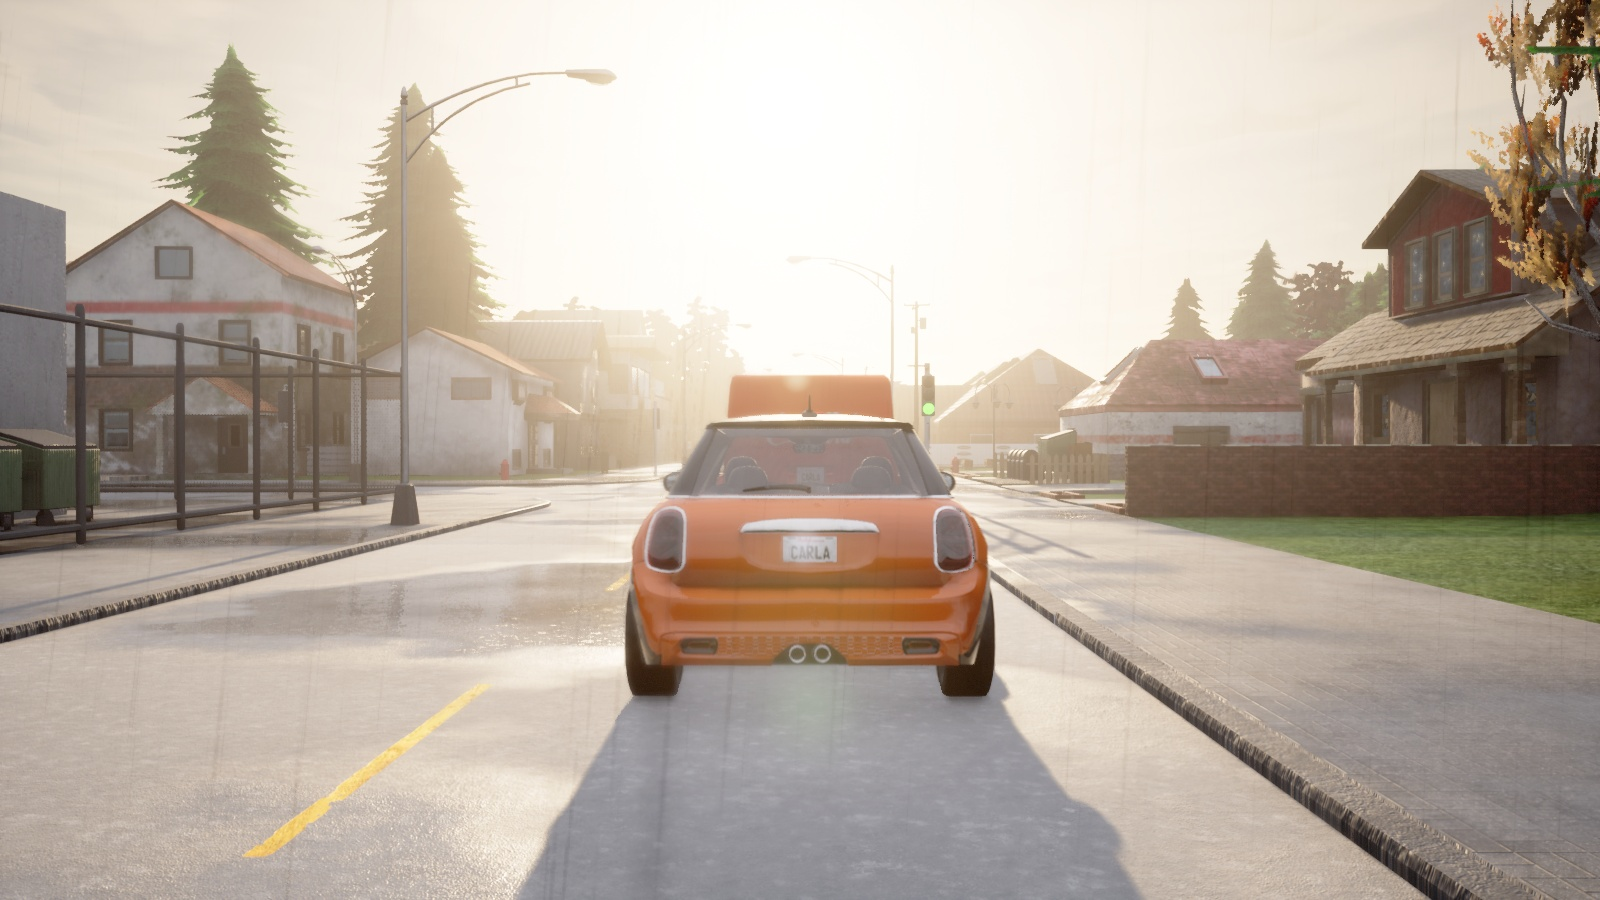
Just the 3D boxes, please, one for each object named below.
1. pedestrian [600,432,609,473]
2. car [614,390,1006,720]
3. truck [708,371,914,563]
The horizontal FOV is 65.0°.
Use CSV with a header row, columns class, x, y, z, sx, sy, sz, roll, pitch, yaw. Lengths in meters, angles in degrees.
class,x,y,z,sx,sy,sz,roll,pitch,yaw
pedestrian,-8.852,0.128,56.916,0.331,1.846,0.634,0,0,0
car,0.065,0.554,9.005,2.097,1.767,4.553,0,0,0
truck,0.129,0.167,18.697,2.627,2.467,5.204,0,1,0
